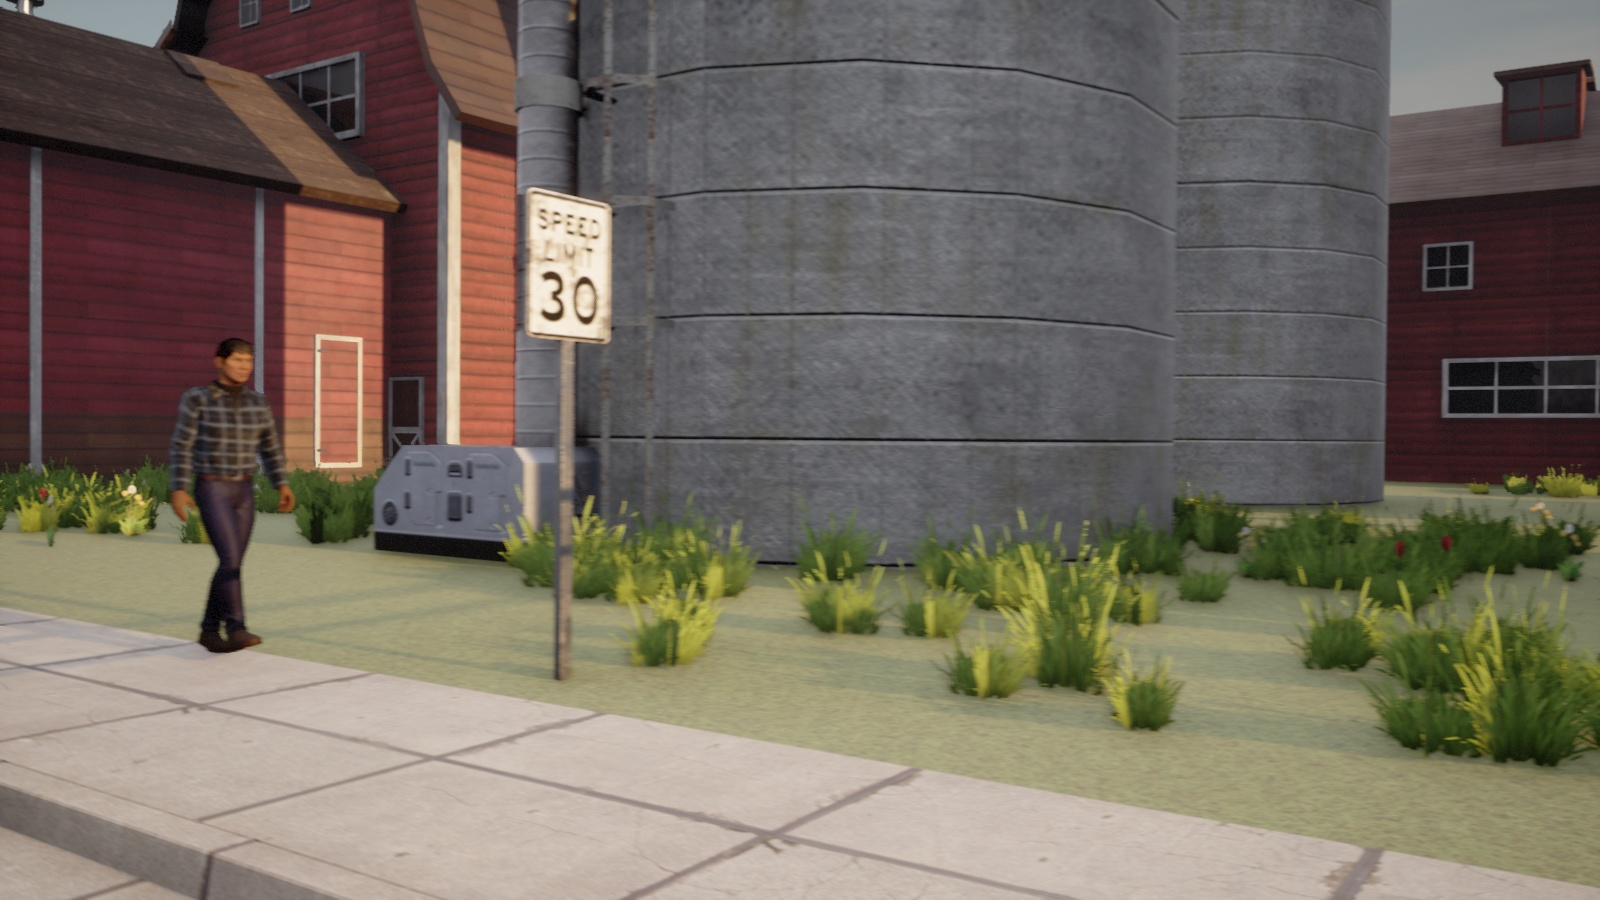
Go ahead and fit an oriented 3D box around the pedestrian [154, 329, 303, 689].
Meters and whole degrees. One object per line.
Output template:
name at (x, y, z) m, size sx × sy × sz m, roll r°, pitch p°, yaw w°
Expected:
pedestrian at (-3.277, 0.318, 7.199) m, size 0.788 × 1.949 × 0.423 m, roll 0°, pitch 1°, yaw 37°
